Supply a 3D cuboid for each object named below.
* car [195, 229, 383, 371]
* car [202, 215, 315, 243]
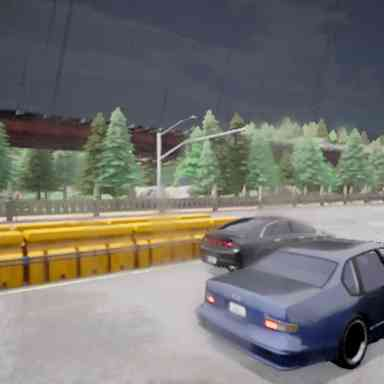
[{"bbox_3d":[2.631,1.517,5.662,5.357,1.411,2.033,0,0,-35],"label":"car"},{"bbox_3d":[2.493,1.461,9.851,4.892,1.490,1.837,0,0,-35],"label":"car"}]
